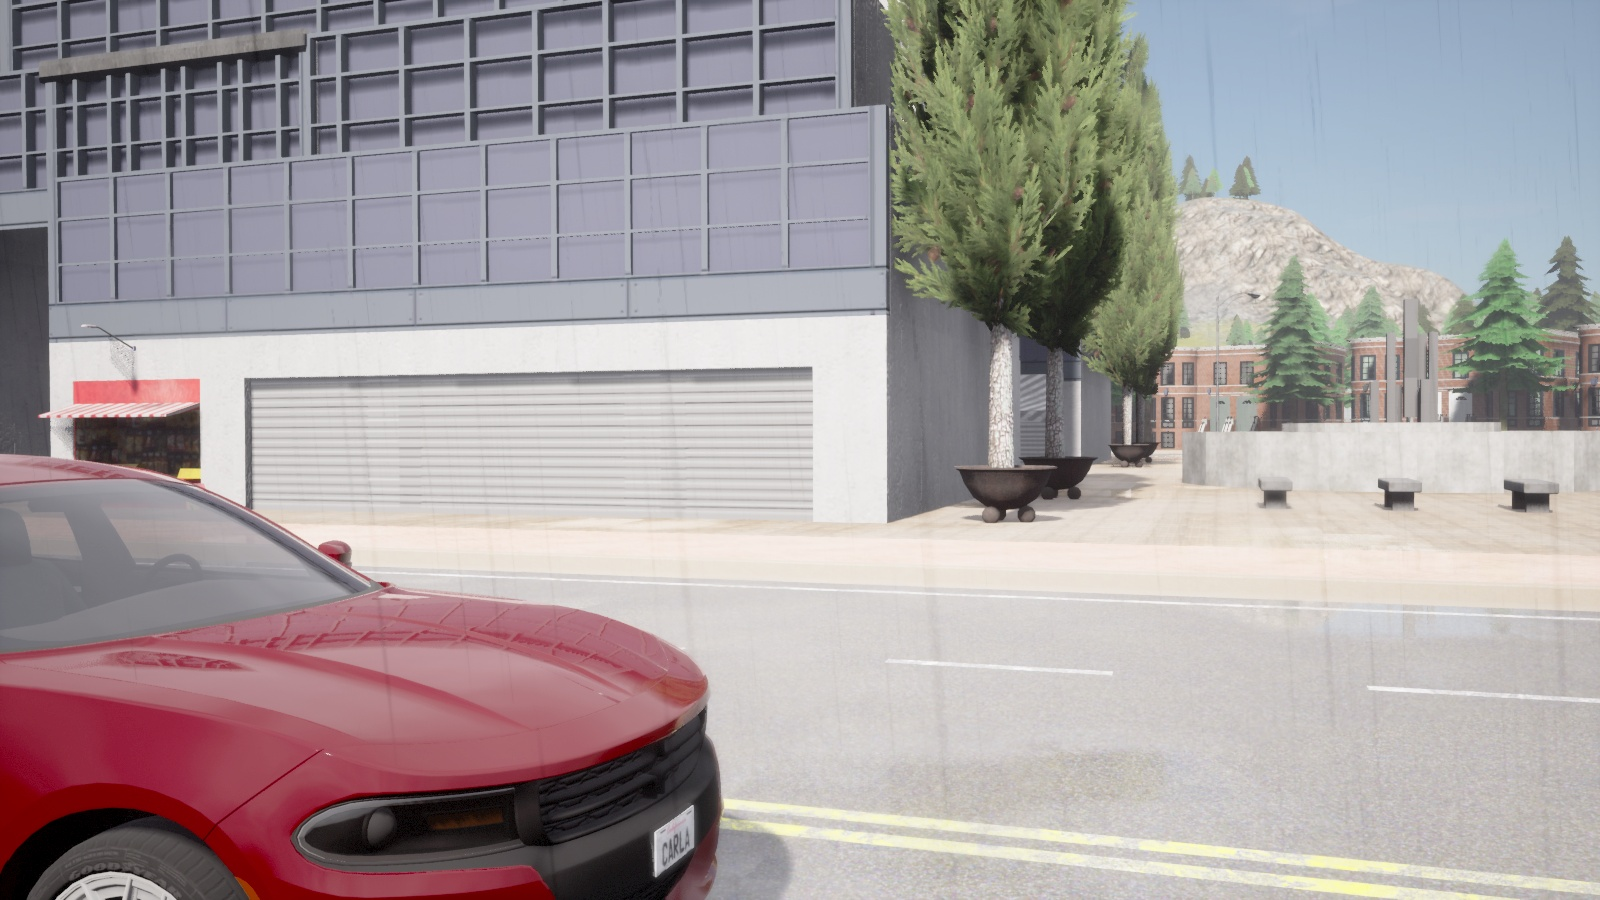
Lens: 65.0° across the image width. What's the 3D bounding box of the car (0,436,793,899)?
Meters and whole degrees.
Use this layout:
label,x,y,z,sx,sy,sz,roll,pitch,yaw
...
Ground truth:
label,x,y,z,sx,sy,sz,roll,pitch,yaw
car,-2.701,0.729,4.093,5.008,1.535,1.882,1,1,19
